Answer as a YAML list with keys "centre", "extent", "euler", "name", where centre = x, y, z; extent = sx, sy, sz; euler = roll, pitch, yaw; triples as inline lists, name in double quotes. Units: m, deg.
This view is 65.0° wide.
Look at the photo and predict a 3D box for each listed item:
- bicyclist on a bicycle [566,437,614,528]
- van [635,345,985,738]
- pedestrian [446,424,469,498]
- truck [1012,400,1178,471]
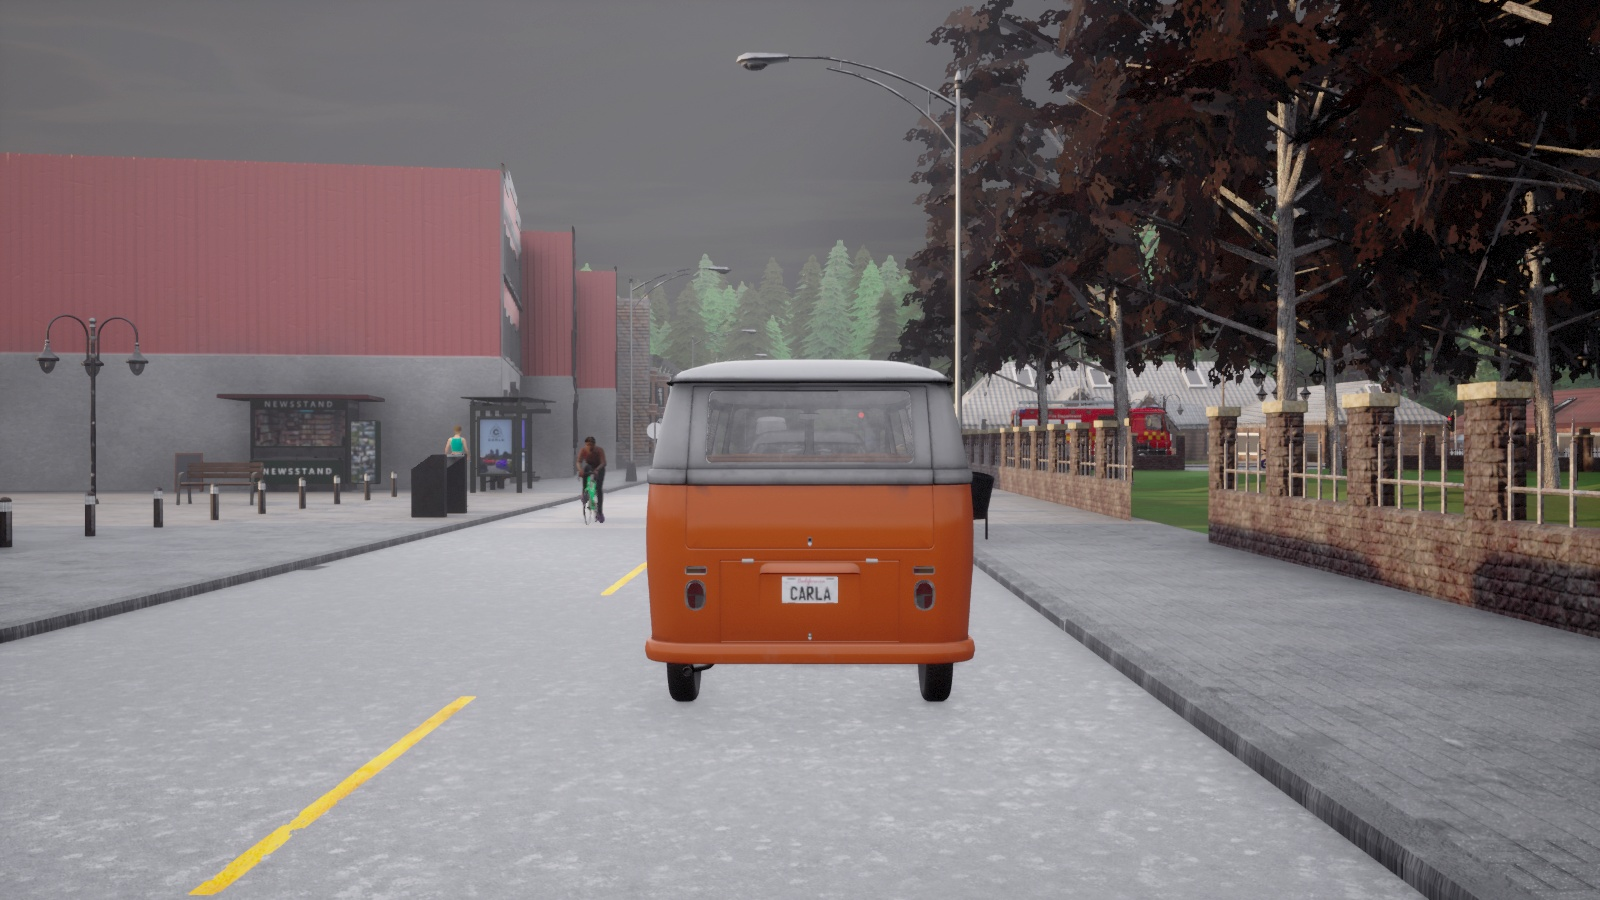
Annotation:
- centre: [-3.837, 0.566, 23.061]
  extent: [0.582, 1.620, 1.656]
  euler: [0, 1, 0]
  name: "bicyclist on a bicycle"
- centre: [0.064, 0.451, 8.585]
  extent: [1.775, 1.987, 4.442]
  euler: [0, 0, 0]
  name: "van"
- centre: [-8.531, 0.271, 31.282]
  extent: [0.345, 1.836, 0.594]
  euler: [0, 0, 11]
  name: "pedestrian"
- centre: [16.223, -0.797, 69.380]
  extent: [8.468, 3.827, 2.891]
  euler: [0, 0, -1]
  name: "truck"
